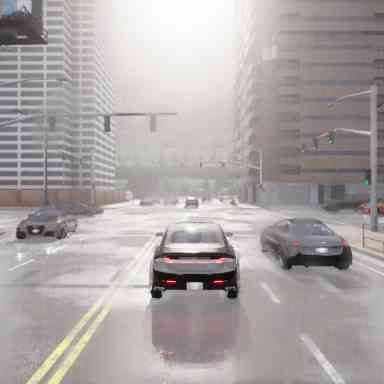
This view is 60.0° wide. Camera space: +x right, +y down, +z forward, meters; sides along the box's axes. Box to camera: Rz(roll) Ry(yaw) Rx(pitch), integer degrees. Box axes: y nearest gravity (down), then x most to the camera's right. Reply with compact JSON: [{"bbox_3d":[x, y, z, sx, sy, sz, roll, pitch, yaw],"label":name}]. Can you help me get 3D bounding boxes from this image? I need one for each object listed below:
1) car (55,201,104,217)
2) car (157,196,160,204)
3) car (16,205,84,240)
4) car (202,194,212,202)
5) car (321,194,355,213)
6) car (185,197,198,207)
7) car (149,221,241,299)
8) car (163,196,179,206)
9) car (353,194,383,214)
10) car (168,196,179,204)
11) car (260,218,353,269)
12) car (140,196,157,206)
[{"bbox_3d":[-10.833,1.547,30.294,5.357,1.411,2.033,0,0,-12],"label":"car"},{"bbox_3d":[-7.132,1.526,63.211,1.812,1.442,4.674,0,0,1],"label":"car"},{"bbox_3d":[-7.199,1.564,16.964,1.994,1.385,4.181,0,0,-5],"label":"car"},{"bbox_3d":[3.406,1.355,76.835,2.097,1.767,4.553,0,0,0],"label":"car"},{"bbox_3d":[17.152,1.221,36.516,5.566,2.045,2.150,0,0,0],"label":"car"},{"bbox_3d":[-0.047,1.491,50.053,2.128,1.511,4.902,0,0,1],"label":"car"},{"bbox_3d":[0.055,1.492,8.462,2.128,1.511,4.902,0,0,0],"label":"car"},{"bbox_3d":[-3.656,1.492,55.092,2.128,1.511,4.902,0,0,0],"label":"car"},{"bbox_3d":[18.977,1.352,32.996,4.553,1.767,2.097,0,0,0],"label":"car"},{"bbox_3d":[-3.624,1.505,65.031,1.837,1.490,4.892,0,0,0],"label":"car"},{"bbox_3d":[3.566,1.564,11.112,1.994,1.385,4.181,0,0,0],"label":"car"},{"bbox_3d":[-7.161,1.526,53.298,1.812,1.442,4.674,0,0,1],"label":"car"}]
